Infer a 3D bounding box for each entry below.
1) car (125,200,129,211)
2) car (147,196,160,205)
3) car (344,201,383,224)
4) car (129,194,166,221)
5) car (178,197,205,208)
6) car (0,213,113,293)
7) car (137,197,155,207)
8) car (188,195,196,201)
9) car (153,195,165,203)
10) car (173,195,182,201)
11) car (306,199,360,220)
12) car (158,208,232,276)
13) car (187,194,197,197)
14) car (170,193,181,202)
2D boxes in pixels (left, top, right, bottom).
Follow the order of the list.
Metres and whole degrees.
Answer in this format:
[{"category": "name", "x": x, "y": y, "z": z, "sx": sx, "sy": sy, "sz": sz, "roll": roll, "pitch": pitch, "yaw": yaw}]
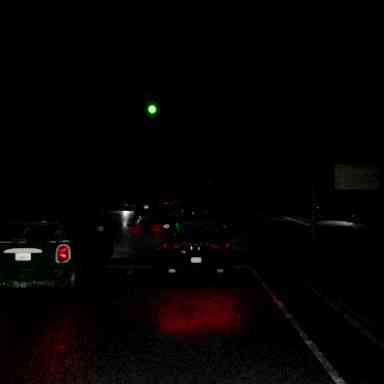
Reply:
[{"category": "car", "x": -7.087, "y": 1.482, "z": 41.458, "sx": 1.837, "sy": 1.490, "sz": 4.892, "roll": 0, "pitch": 0, "yaw": 0}, {"category": "car", "x": -7.002, "y": 1.445, "z": 61.047, "sx": 1.882, "sy": 1.535, "sz": 5.008, "roll": 0, "pitch": 0, "yaw": 0}, {"category": "car", "x": 13.706, "y": 1.552, "z": 24.049, "sx": 4.181, "sy": 1.385, "sz": 1.994, "roll": 0, "pitch": 0, "yaw": 3}, {"category": "car", "x": -3.400, "y": 1.206, "z": 27.394, "sx": 2.150, "sy": 2.045, "sz": 5.566, "roll": 0, "pitch": 0, "yaw": 0}, {"category": "car", "x": 0.099, "y": 1.475, "z": 29.274, "sx": 2.128, "sy": 1.511, "sz": 4.902, "roll": 0, "pitch": 0, "yaw": 0}, {"category": "car", "x": -3.548, "y": 1.347, "z": 8.956, "sx": 2.097, "sy": 1.767, "sz": 4.553, "roll": 0, "pitch": 0, "yaw": -2}, {"category": "car", "x": -7.032, "y": 1.520, "z": 51.238, "sx": 2.033, "sy": 1.411, "sz": 5.357, "roll": 0, "pitch": 0, "yaw": 0}, {"category": "car", "x": -0.002, "y": 1.363, "z": 81.701, "sx": 1.812, "sy": 1.442, "sz": 4.674, "roll": 0, "pitch": 0, "yaw": 0}, {"category": "car", "x": -7.002, "y": 1.420, "z": 71.072, "sx": 1.882, "sy": 1.535, "sz": 5.008, "roll": 0, "pitch": 0, "yaw": 0}, {"category": "car", "x": -3.502, "y": 1.434, "z": 81.731, "sx": 1.895, "sy": 1.301, "sz": 4.718, "roll": 0, "pitch": 0, "yaw": 0}, {"category": "car", "x": 11.945, "y": 1.338, "z": 27.656, "sx": 4.553, "sy": 1.767, "sz": 2.097, "roll": 0, "pitch": 0, "yaw": 3}, {"category": "car", "x": 0.101, "y": 1.472, "z": 10.404, "sx": 1.882, "sy": 1.535, "sz": 5.008, "roll": 0, "pitch": 0, "yaw": 0}, {"category": "car", "x": -0.002, "y": 1.310, "z": 71.635, "sx": 2.097, "sy": 1.767, "sz": 4.553, "roll": 0, "pitch": 0, "yaw": 0}, {"category": "car", "x": -3.502, "y": 1.180, "z": 71.312, "sx": 2.150, "sy": 2.045, "sz": 5.566, "roll": 0, "pitch": 0, "yaw": 0}]
